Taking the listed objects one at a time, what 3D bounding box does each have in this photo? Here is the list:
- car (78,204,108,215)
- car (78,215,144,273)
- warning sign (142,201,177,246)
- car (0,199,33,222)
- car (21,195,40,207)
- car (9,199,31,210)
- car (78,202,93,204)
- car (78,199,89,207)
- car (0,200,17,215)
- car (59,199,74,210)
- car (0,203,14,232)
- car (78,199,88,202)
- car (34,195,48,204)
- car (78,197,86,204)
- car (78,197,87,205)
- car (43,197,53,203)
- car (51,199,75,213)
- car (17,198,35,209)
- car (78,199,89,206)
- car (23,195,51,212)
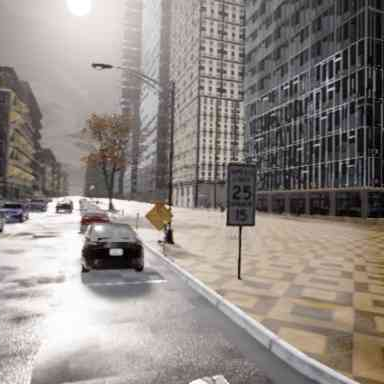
[{"bbox_3d":[-6.306,1.723,21.375,1.887,1.381,4.507,3,-1,-19],"label":"car"},{"bbox_3d":[-2.698,1.655,10.838,1.947,1.339,4.313,3,-1,-19],"label":"car"},{"bbox_3d":[-1.419,1.315,14.406,1.300,1.860,1.060,1,-2,-19],"label":"warning sign"},{"bbox_3d":[-14.124,1.550,26.331,1.812,1.442,4.674,2,-1,-18],"label":"car"},{"bbox_3d":[-26.851,1.507,55.555,2.192,1.841,5.009,3,-2,-19],"label":"car"},{"bbox_3d":[-23.254,1.664,45.011,1.947,1.339,4.313,3,-2,-19],"label":"car"},{"bbox_3d":[-8.111,1.774,26.644,2.008,1.369,4.403,3,-1,-19],"label":"car"},{"bbox_3d":[-20.743,2.098,63.529,2.008,1.369,4.403,3,-1,-19],"label":"car"},{"bbox_3d":[-19.644,1.557,34.473,2.008,1.369,4.403,3,-2,-19],"label":"car"},{"bbox_3d":[-19.191,1.852,50.967,1.837,1.490,4.892,2,-1,-19],"label":"car"},{"bbox_3d":[-10.910,1.491,16.946,2.033,1.411,5.357,2,-1,-19],"label":"car"},{"bbox_3d":[-11.720,1.866,37.183,2.008,1.369,4.403,3,-1,-19],"label":"car"},{"bbox_3d":[-32.265,1.649,71.361,2.192,1.841,5.009,3,-2,-19],"label":"car"},{"bbox_3d":[-29.761,2.225,89.876,1.967,1.590,4.097,3,-2,-19],"label":"car"},{"bbox_3d":[-26.151,2.130,79.337,1.967,1.590,4.097,3,-1,-19],"label":"car"},{"bbox_3d":[-37.690,2.042,87.162,1.947,1.339,4.313,3,-2,-19],"label":"car"},{"bbox_3d":[-15.817,1.752,41.127,2.128,1.511,4.902,2,-1,-19],"label":"car"},{"bbox_3d":[-25.001,1.669,50.119,1.752,1.417,4.829,3,-2,-19],"label":"car"},{"bbox_3d":[-22.547,2.146,68.796,2.008,1.369,4.403,3,-1,-19],"label":"car"},{"bbox_3d":[-18.994,1.558,40.855,2.097,1.767,4.553,2,-1,-19],"label":"car"}]
